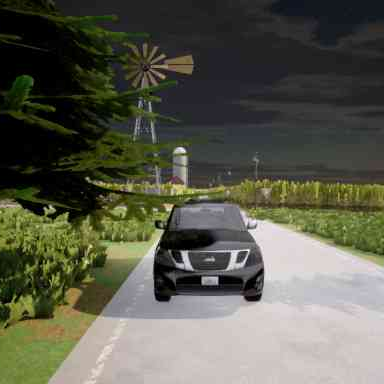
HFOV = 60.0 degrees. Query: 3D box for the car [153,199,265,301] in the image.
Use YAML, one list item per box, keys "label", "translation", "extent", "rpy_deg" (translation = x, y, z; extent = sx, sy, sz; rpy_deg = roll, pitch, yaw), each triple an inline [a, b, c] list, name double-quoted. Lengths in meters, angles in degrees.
- label: "car"
  translation: [0.334, 1.221, 8.660]
  extent: [2.150, 2.045, 5.566]
  rpy_deg: [0, 0, 0]
